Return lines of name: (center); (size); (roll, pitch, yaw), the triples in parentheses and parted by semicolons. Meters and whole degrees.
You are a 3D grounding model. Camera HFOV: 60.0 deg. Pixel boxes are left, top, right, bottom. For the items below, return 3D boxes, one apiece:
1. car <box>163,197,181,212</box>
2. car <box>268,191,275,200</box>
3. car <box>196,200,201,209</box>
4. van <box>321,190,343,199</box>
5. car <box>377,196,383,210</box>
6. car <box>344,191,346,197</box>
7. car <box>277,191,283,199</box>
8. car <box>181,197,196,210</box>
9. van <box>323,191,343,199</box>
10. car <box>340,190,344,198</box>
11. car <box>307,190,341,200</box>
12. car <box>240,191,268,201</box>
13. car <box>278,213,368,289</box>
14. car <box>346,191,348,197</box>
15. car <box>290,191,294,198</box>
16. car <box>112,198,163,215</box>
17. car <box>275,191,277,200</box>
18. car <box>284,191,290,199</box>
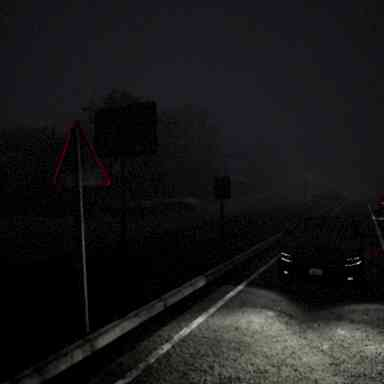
car: (-4.069, 1.388, 34.981); (4.892, 1.521, 2.231); (-1, 0, 27)
car: (14.445, 1.050, 70.973); (5.008, 1.535, 2.097); (-1, 0, 27)
car: (-1.133, 1.369, 40.692); (4.674, 1.452, 2.002); (-1, 0, 27)
van: (32.583, 0.671, 77.394); (4.442, 1.987, 1.878); (-1, 0, 27)
car: (20.745, 1.152, 35.092); (2.033, 1.411, 5.357); (-1, 0, 28)
car: (29.894, 0.647, 72.474); (5.566, 2.045, 2.435); (-1, 0, 27)
car: (18.296, 0.906, 78.387); (4.553, 1.767, 2.185); (-1, 0, 27)
car: (-2.581, 1.357, 37.896); (5.008, 1.535, 2.097); (-1, 0, 27)
van: (34.934, 0.677, 82.490); (4.442, 1.987, 1.878); (-1, 0, 27)
car: (26.048, 0.666, 64.995); (5.566, 2.045, 2.435); (-1, 0, 27)
car: (24.800, 0.931, 62.488); (4.892, 1.521, 2.231); (-1, 0, 27)
car: (11.906, 1.080, 66.017); (5.008, 1.535, 2.097); (-1, 0, 27)
car: (3.750, 1.400, 9.285); (1.882, 1.535, 5.008); (-1, 0, 27)
car: (36.323, 0.903, 84.928); (5.008, 1.535, 2.097); (-1, 0, 27)
car: (23.519, 1.031, 88.226); (5.366, 1.575, 1.946); (-1, 0, 27)
car: (-5.570, 1.456, 32.070); (4.674, 1.452, 2.002); (-1, 0, 27)
car: (15.723, 1.081, 73.449); (4.674, 1.452, 2.002); (-1, 0, 27)
car: (22.086, 1.074, 85.831); (4.674, 1.452, 2.002); (-1, 0, 27)
